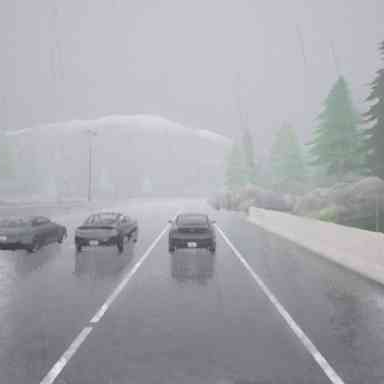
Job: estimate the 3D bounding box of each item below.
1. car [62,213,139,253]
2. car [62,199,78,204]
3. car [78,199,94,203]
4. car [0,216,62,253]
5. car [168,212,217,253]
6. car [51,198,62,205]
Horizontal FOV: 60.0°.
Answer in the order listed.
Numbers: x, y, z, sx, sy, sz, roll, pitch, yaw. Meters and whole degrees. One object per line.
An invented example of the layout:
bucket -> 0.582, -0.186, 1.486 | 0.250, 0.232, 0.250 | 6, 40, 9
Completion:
car -> -3.486, 1.628, 14.299 | 2.128, 1.511, 4.902 | 0, 0, 0
car -> -27.947, 2.327, 77.893 | 1.895, 1.301, 4.718 | 0, -1, 0
car -> -24.447, 2.257, 77.921 | 1.812, 1.442, 4.674 | 0, -1, 0
car -> -6.986, 1.699, 14.279 | 1.994, 1.385, 4.181 | 0, 0, 0
car -> 0.014, 1.643, 14.298 | 1.837, 1.490, 4.892 | 0, 0, 0
car -> -31.447, 2.257, 77.926 | 2.128, 1.511, 4.902 | 0, -1, 0
